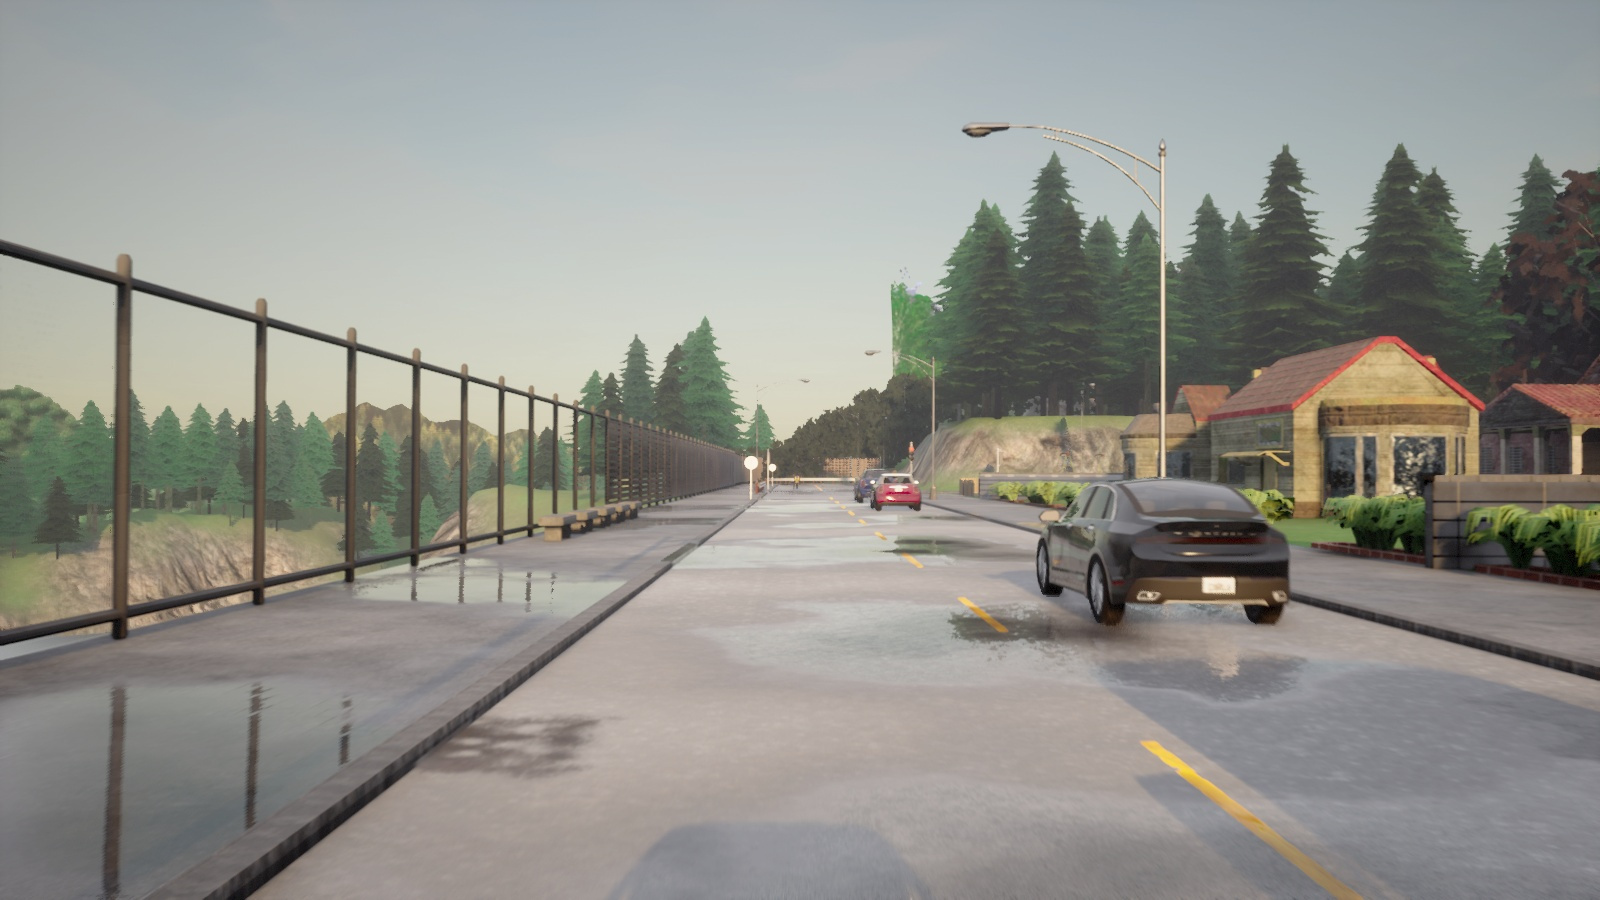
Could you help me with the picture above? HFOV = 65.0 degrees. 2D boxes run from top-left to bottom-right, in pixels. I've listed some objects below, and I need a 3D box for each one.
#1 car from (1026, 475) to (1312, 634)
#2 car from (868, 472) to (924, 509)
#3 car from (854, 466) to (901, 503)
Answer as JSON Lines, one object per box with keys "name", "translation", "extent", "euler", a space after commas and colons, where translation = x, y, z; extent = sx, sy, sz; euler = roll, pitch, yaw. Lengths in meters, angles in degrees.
{"name": "car", "translation": [3.965, 1.046, 14.457], "extent": [1.837, 1.490, 4.892], "euler": [0, -1, 0]}
{"name": "car", "translation": [3.879, 1.624, 51.369], "extent": [1.970, 1.475, 3.806], "euler": [0, -1, 0]}
{"name": "car", "translation": [3.855, 1.718, 63.308], "extent": [2.097, 1.767, 4.553], "euler": [0, -1, 0]}
